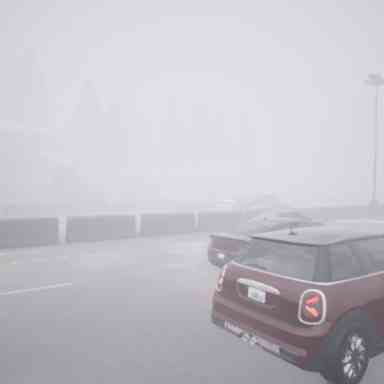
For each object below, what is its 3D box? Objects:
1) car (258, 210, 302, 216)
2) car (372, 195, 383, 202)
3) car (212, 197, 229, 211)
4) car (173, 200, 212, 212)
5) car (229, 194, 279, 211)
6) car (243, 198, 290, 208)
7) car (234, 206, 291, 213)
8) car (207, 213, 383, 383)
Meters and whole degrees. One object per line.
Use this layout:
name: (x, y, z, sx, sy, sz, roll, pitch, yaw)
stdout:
car: (2.763, 1.502, 10.016, 5.008, 1.535, 1.882, 0, 0, -35)
car: (36.544, 1.256, 64.328, 4.181, 1.385, 1.994, -1, 0, -35)
car: (5.358, 1.218, 37.907, 5.566, 2.045, 2.150, 0, 0, -35)
car: (0.181, 1.613, 38.514, 4.718, 1.301, 1.895, 0, 0, -35)
car: (6.918, 1.221, 34.720, 5.566, 2.045, 2.150, 0, 0, -35)
car: (7.218, 1.533, 30.635, 4.674, 1.442, 1.812, 0, 0, -35)
car: (4.411, 1.553, 15.507, 4.674, 1.442, 1.812, 0, 0, -36)
car: (2.574, 1.370, 5.582, 4.553, 1.767, 2.097, 0, 0, -36)
